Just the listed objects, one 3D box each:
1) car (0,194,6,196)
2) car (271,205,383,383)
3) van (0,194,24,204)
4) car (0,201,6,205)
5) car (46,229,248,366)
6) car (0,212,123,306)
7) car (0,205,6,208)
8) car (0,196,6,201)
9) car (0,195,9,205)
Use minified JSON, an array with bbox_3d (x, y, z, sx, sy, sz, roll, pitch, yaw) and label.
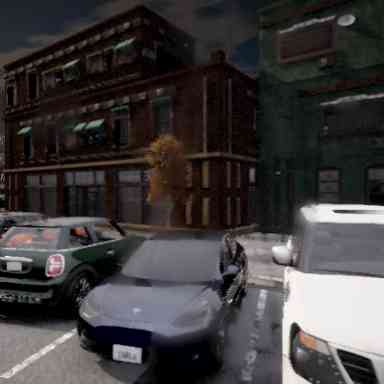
[{"bbox_3d":[-26.824,1.316,48.428,5.566,2.045,2.435,1,1,14],"label":"car"},{"bbox_3d":[2.332,1.234,4.444,2.435,2.045,5.566,1,-1,16],"label":"car"},{"bbox_3d":[-35.799,1.380,65.590,4.442,1.987,1.878,-1,0,14],"label":"van"},{"bbox_3d":[-9.860,1.375,13.238,2.185,1.767,4.553,0,-1,15],"label":"car"},{"bbox_3d":[-0.108,1.517,6.189,2.163,1.488,4.792,1,-1,16],"label":"car"},{"bbox_3d":[-2.563,1.363,7.939,2.185,1.767,4.553,0,-1,16],"label":"car"},{"bbox_3d":[-5.003,1.366,9.685,2.185,1.767,4.553,0,-1,16],"label":"car"},{"bbox_3d":[-28.479,1.595,45.965,4.792,1.488,2.163,1,1,14],"label":"car"},{"bbox_3d":[-37.404,1.478,63.074,4.553,1.767,2.185,-1,-1,14],"label":"car"}]
